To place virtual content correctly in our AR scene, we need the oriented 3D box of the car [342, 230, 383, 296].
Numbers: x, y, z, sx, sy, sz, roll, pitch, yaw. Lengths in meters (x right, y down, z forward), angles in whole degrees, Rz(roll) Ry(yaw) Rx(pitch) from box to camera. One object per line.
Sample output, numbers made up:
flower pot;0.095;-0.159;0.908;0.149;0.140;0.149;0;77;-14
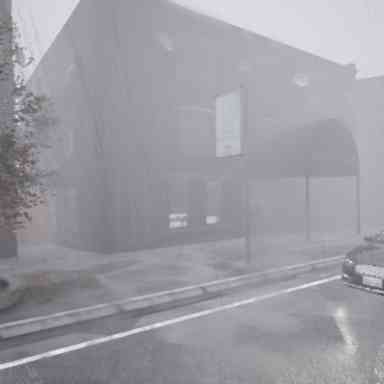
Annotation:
car;5.518;1.490;7.937;4.902;1.511;2.128;0;0;-36
